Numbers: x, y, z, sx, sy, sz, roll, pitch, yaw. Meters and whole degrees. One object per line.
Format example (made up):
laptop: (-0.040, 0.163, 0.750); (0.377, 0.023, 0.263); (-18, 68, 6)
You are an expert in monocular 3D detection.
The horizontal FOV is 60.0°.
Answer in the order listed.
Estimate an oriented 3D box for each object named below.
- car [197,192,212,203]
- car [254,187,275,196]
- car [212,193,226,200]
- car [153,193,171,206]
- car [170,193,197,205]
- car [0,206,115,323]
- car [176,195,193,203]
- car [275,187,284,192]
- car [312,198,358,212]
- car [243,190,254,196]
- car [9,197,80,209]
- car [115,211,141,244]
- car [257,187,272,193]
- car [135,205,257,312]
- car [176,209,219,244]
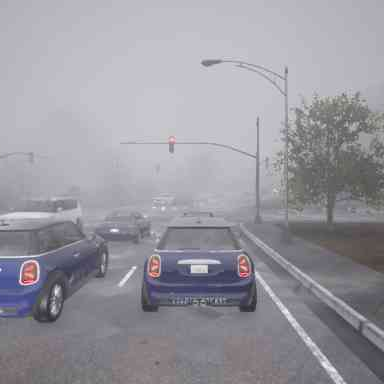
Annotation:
car: (1.829, 1.321, 64.742); (1.812, 1.442, 4.674); (0, 2, 21)
car: (17.659, 0.140, 80.965); (2.128, 1.511, 4.902); (0, 3, 33)
car: (5.864, 0.925, 74.070); (1.895, 1.301, 4.718); (0, 3, 26)
car: (-4.723, 1.269, 56.427); (2.150, 2.045, 5.566); (0, 1, 15)
car: (-1.318, 1.264, 55.593); (2.150, 2.045, 5.566); (0, 1, 16)
car: (-3.365, 1.361, 7.392); (2.097, 1.767, 4.553); (0, 0, 0)
car: (-1.464, 1.365, 65.929); (1.994, 1.385, 4.181); (0, 2, 20)
car: (23.399, -0.601, 89.366); (1.882, 1.535, 5.008); (0, 3, 38)
car: (16.433, 1.531, 38.418); (4.892, 1.490, 1.837); (-1, 0, 4)
car: (14.130, 0.204, 81.901); (1.812, 1.442, 4.674); (0, 3, 33)
car: (-6.926, 1.249, 15.603); (2.150, 2.045, 5.566); (0, 0, 2)
car: (-3.200, 1.593, 16.004); (1.994, 1.385, 4.181); (0, 0, 2)
car: (19.799, -0.524, 90.386); (2.128, 1.511, 4.902); (0, 3, 38)
car: (0.139, 1.361, 7.896); (2.097, 1.767, 4.553); (0, 0, 0)
car: (0.326, 1.632, 16.927); (1.895, 1.301, 4.718); (0, 0, 2)
